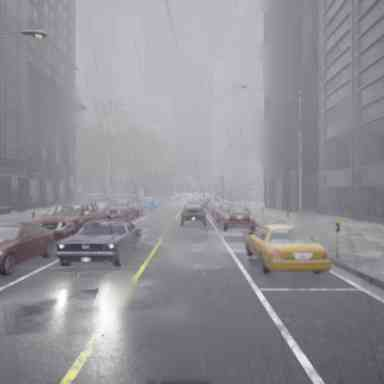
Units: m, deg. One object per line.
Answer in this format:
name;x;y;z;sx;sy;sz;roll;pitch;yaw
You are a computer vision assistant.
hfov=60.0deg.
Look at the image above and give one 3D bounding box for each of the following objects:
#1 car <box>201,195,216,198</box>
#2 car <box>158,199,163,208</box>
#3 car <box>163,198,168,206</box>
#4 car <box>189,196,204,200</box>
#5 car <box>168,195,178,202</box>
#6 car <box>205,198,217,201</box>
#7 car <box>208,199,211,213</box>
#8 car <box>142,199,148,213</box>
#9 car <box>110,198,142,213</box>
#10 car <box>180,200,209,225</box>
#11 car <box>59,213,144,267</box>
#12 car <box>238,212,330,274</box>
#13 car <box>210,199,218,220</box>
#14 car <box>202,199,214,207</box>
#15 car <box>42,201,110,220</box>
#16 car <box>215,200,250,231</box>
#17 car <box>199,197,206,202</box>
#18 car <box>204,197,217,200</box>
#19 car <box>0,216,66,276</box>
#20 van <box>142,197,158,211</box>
car;2.788;1.561;48.427;2.192;1.841;5.009;0;0;0
car;-5.736;1.686;48.448;1.967;1.590;4.097;0;0;0
car;-5.729;1.882;59.299;1.802;1.307;4.206;0;0;0
car;0.128;1.721;45.194;2.128;1.511;4.902;0;0;0
car;-5.709;2.002;91.158;2.008;1.369;4.403;0;0;0
car;2.782;1.740;37.575;2.008;1.369;4.403;0;0;0
car;2.778;1.705;32.151;1.887;1.381;4.507;0;0;0
car;-5.746;1.705;32.169;1.887;1.381;4.507;0;0;0
car;-5.751;1.447;26.744;2.192;1.841;5.009;0;0;0
car;0.115;1.631;25.619;1.837;1.490;4.892;0;0;0
car;-3.036;1.658;11.765;1.895;1.301;4.718;0;0;1
car;2.766;1.576;10.621;1.752;1.417;4.829;0;0;0
car;2.775;1.572;26.726;1.967;1.590;4.097;0;0;0
car;2.796;1.866;59.276;1.947;1.339;4.313;0;0;0
car;-5.757;1.392;15.892;2.192;1.841;5.009;0;0;0
car;2.772;1.544;21.301;1.967;1.590;4.097;0;0;0
car;2.817;2.017;91.133;1.947;1.339;4.313;0;0;0
car;2.786;1.744;43.171;1.752;1.417;4.829;0;0;0
car;-5.759;1.632;10.465;1.802;1.307;4.206;0;0;0
van;-5.740;1.559;43.022;1.690;1.788;3.998;0;0;0
